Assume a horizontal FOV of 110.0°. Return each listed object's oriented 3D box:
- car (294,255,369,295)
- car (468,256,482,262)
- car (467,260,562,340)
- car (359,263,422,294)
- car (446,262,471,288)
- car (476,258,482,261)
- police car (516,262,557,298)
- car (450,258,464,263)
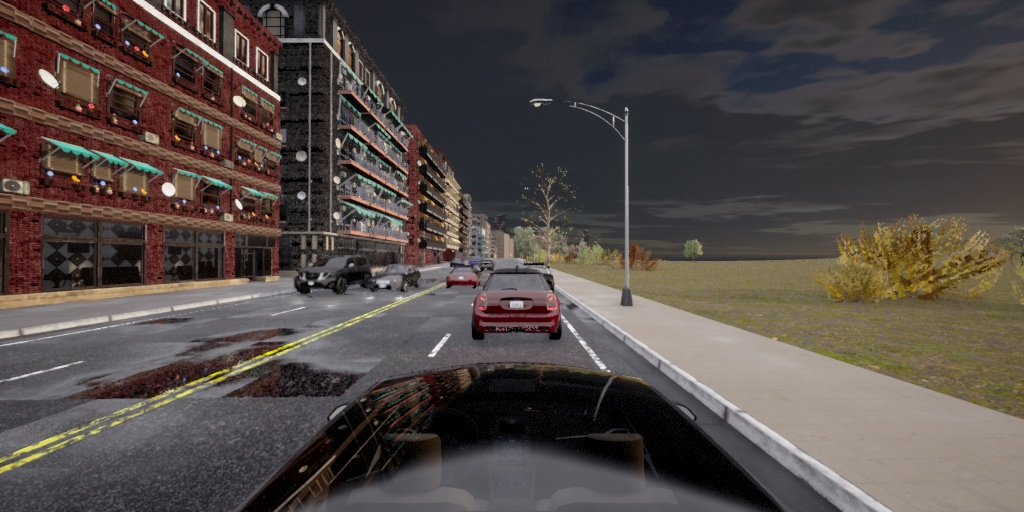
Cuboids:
[{"bbox_3d":[-9.808,0.978,20.270,2.150,2.045,5.566,0,0,0],"label":"car"},{"bbox_3d":[-6.419,0.986,63.605,2.150,2.045,5.566,0,0,1],"label":"car"},{"bbox_3d":[0.114,1.106,10.150,2.097,1.767,4.553,0,0,0],"label":"car"},{"bbox_3d":[-6.558,1.248,20.644,2.128,1.511,4.902,0,0,0],"label":"car"},{"bbox_3d":[-3.102,1.321,23.907,1.994,1.385,4.181,0,0,0],"label":"car"},{"bbox_3d":[-3.052,1.265,44.593,1.837,1.490,4.892,0,0,0],"label":"car"},{"bbox_3d":[1.177,1.182,19.645,1.930,1.638,5.238,0,0,0],"label":"police car"},{"bbox_3d":[-9.672,1.118,63.243,2.097,1.767,4.553,0,0,1],"label":"car"}]
